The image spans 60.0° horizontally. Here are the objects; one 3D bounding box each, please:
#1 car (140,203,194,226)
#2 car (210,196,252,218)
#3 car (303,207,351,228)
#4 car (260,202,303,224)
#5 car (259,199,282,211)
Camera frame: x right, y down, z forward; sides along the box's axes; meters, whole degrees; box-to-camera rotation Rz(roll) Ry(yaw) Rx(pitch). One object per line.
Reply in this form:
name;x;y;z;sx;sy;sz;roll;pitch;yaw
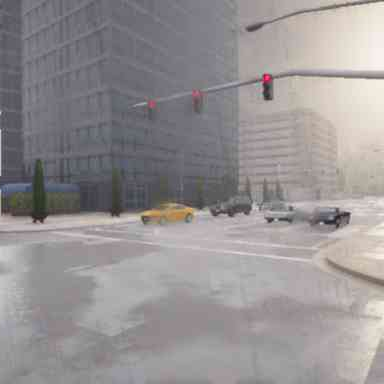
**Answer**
car;-1.829;1.653;25.413;1.882;1.535;5.008;-1;0;36
car;4.002;1.396;33.414;2.150;2.045;5.566;-1;0;36
car;9.428;1.660;22.693;1.895;1.301;4.718;-1;0;36
car;7.359;1.697;25.795;1.895;1.301;4.718;-1;0;36
car;9.975;1.665;41.597;2.128;1.511;4.902;-1;0;36
